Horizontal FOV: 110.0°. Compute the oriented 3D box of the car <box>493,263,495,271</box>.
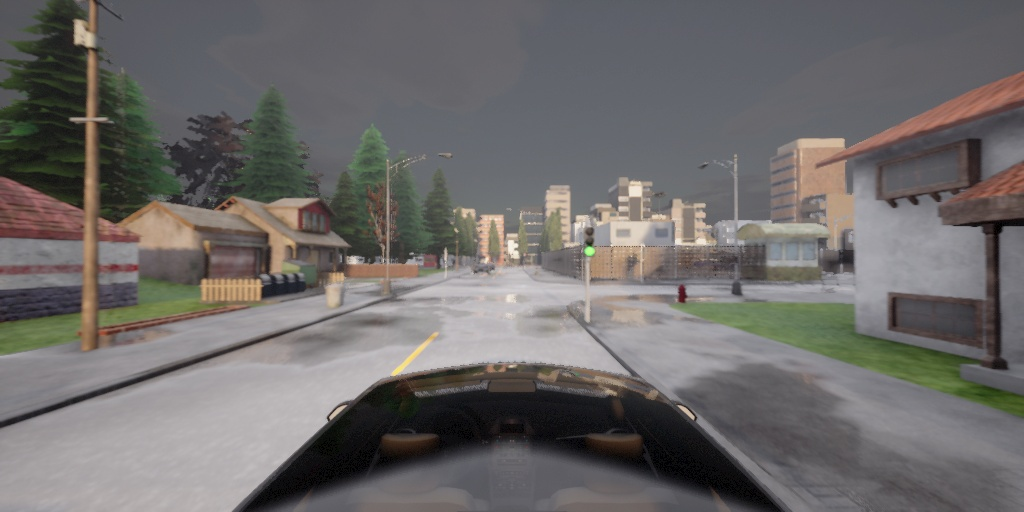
[{"bbox_3d":[-3.997,1.876,64.213,2.033,1.411,5.357,0,-1,0],"label":"car"}]

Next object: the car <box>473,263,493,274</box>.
[{"bbox_3d":[-4.051,1.754,48.726,1.994,1.385,4.181,0,-1,1],"label":"car"}]
